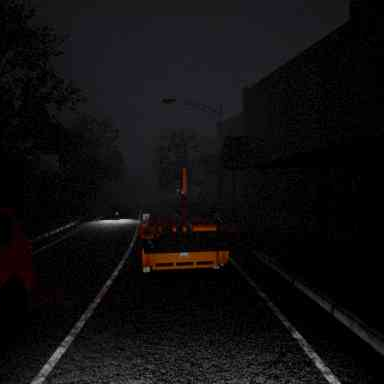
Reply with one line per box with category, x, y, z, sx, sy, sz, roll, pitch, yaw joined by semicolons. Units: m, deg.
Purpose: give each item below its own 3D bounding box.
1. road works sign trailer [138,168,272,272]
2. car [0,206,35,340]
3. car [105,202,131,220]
road works sign trailer;0.029;0.791;7.689;2.380;2.880;3.560;0;0;-10
car;-3.749;1.223;3.580;2.150;2.045;5.566;0;0;-2
car;-6.320;1.573;28.747;1.994;1.385;4.181;-1;0;-8
